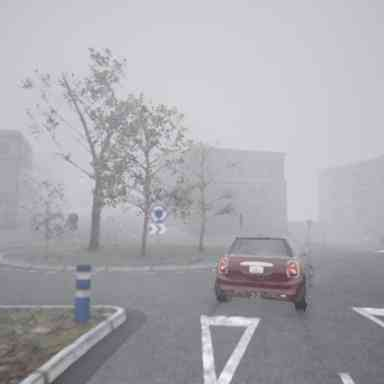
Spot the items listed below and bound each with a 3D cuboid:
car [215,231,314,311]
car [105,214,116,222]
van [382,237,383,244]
[{"bbox_3d":[2.221,1.978,9.454,2.097,1.767,4.553,-2,-6,21],"label":"car"},{"bbox_3d":[-17.018,5.344,69.859,1.837,1.490,4.892,1,0,-7],"label":"car"},{"bbox_3d":[24.178,5.482,38.208,1.878,1.987,4.442,6,-8,-23],"label":"van"}]
